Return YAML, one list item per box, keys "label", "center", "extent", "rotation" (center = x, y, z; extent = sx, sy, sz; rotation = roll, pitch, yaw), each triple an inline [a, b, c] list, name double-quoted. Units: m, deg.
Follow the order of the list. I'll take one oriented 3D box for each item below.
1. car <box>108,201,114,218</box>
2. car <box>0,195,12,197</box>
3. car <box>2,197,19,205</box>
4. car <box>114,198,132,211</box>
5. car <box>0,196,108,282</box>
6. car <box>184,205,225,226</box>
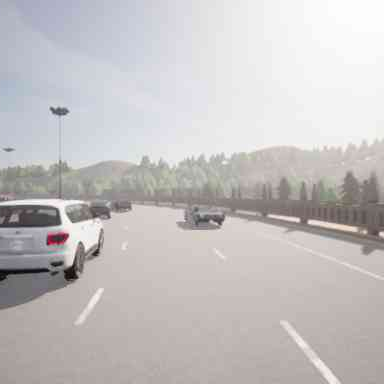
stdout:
- label: "car"
  center: [-8.250, 1.490, 29.430]
  extent: [1.837, 1.490, 4.892]
  rotation: [0, 0, -17]
- label: "car"
  center: [-13.953, 1.242, 23.460]
  extent: [2.150, 2.045, 5.566]
  rotation: [0, 0, -16]
- label: "car"
  center: [-32.494, 1.631, 59.368]
  extent: [1.895, 1.301, 4.718]
  rotation: [0, 0, -38]
- label: "car"
  center: [-8.628, 1.459, 40.374]
  extent: [2.128, 1.511, 4.902]
  rotation: [0, 0, -23]
- label: "car"
  center: [-4.100, 1.222, 9.949]
  extent: [2.150, 2.045, 5.566]
  rotation: [0, 0, -6]
- label: "car"
  center: [0.738, 1.559, 23.159]
  extent: [1.895, 1.301, 4.718]
  rotation: [0, 0, -13]
